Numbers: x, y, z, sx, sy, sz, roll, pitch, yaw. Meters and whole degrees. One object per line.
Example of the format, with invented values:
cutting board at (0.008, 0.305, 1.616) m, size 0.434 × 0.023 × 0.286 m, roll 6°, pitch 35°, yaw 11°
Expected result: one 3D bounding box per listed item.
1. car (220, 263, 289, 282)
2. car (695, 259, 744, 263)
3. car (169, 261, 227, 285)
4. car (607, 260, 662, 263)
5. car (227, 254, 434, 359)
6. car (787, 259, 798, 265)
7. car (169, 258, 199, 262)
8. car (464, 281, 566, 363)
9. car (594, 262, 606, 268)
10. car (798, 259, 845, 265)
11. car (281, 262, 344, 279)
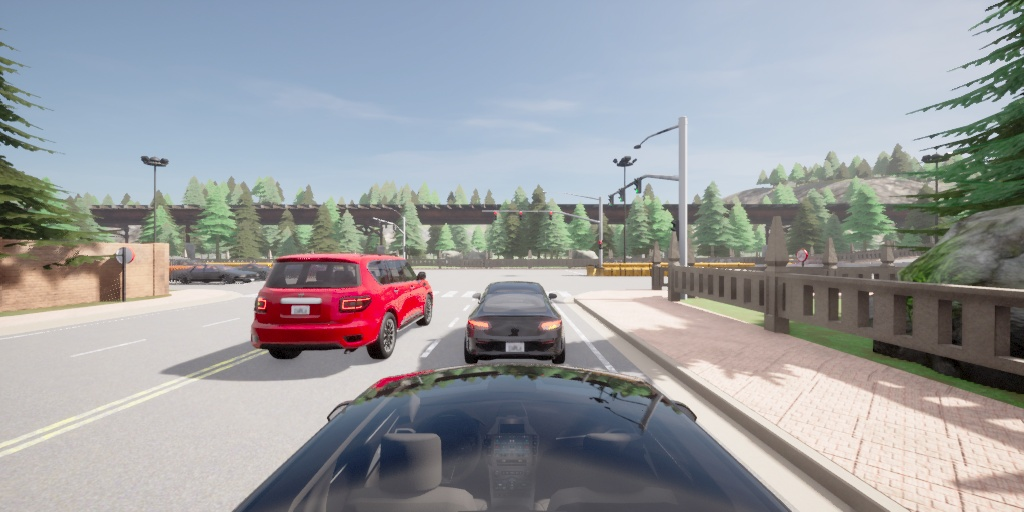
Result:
car at (-20.805, 1.313, 29.065) m, size 4.181 × 1.385 × 1.994 m, roll 0°, pitch 0°, yaw 0°
car at (22.425, 1.102, 39.584) m, size 4.553 × 1.767 × 2.097 m, roll 0°, pitch 0°, yaw 0°
car at (-21.165, 1.298, 25.567) m, size 5.357 × 1.411 × 2.033 m, roll 0°, pitch 0°, yaw 0°
car at (13.404, 1.228, 39.618) m, size 5.008 × 1.535 × 1.882 m, roll 0°, pitch 0°, yaw 0°
car at (-3.441, 0.971, 8.520) m, size 2.150 × 2.045 × 5.566 m, roll 0°, pitch 0°, yaw 0°
car at (35.678, 1.141, 43.064) m, size 5.008 × 1.535 × 1.882 m, roll -1°, pitch 0°, yaw 0°
car at (-29.274, 1.102, 32.603) m, size 4.553 × 1.767 × 2.097 m, roll 0°, pitch 0°, yaw 0°
car at (0.061, 1.276, 7.969) m, size 1.812 × 1.442 × 4.674 m, roll 0°, pitch 0°, yaw 0°
car at (13.129, 1.241, 46.618) m, size 4.902 × 1.511 × 2.128 m, roll 0°, pitch 0°, yaw 0°
car at (34.993, 1.282, 39.566) m, size 4.718 × 1.301 × 1.895 m, roll -1°, pitch 0°, yaw 0°
car at (-18.013, 1.275, 32.553) m, size 4.674 × 1.442 × 1.812 m, roll 0°, pitch 0°, yaw 0°
